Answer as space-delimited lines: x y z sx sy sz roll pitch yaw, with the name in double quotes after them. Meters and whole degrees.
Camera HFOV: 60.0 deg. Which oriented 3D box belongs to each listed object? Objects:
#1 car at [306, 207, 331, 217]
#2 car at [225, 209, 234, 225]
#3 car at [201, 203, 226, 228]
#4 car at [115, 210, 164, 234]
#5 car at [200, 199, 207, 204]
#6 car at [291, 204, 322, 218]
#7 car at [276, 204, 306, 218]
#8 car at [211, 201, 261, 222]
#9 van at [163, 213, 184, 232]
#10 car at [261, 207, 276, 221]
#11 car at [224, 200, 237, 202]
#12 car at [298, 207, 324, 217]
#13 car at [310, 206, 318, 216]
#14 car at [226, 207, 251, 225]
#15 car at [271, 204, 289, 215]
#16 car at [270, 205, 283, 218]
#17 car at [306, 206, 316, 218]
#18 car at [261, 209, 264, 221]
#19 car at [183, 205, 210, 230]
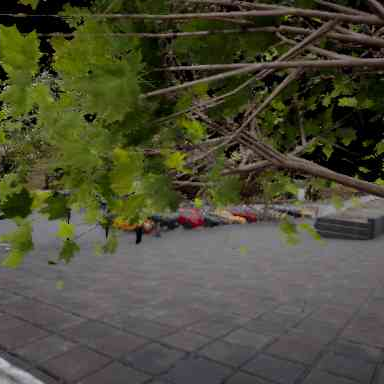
28.146 4.328 74.067 5.008 1.535 2.097 6 1 16 "car"
1.932 2.923 37.498 4.674 1.452 2.002 6 2 16 "car"
0.231 2.551 35.042 5.566 2.045 2.435 6 2 16 "car"
-5.178 2.406 27.784 4.553 1.767 2.185 6 2 16 "car"
2.485 2.217 67.028 1.994 1.385 4.181 6 2 36 "car"
22.911 3.751 66.740 5.566 2.045 2.435 6 2 16 "car"
15.984 3.348 56.986 5.566 2.045 2.435 6 2 16 "car"
5.498 2.808 42.352 5.566 2.045 2.435 6 2 16 "car"
-3.457 2.387 30.216 4.442 1.987 1.878 6 2 16 "van"
8.947 3.230 47.235 4.892 1.521 2.231 6 2 16 "car"
7.880 2.214 69.329 2.097 1.767 4.553 6 2 36 "car"
24.628 4.136 69.190 4.792 1.488 2.163 6 2 16 "car"
20.989 3.874 64.355 5.366 1.575 1.946 6 2 16 "car"
3.873 2.986 39.880 5.366 1.575 1.946 6 2 16 "car"
12.419 3.278 52.125 4.553 1.767 2.185 6 2 16 "car"
10.732 3.195 49.663 4.553 1.767 2.185 6 2 16 "car"
19.601 3.812 61.824 5.366 1.575 1.946 6 2 16 "car"
7.221 3.173 44.801 4.792 1.488 2.163 6 2 16 "car"
-1.594 2.458 32.616 5.566 2.045 2.435 6 2 16 "car"
